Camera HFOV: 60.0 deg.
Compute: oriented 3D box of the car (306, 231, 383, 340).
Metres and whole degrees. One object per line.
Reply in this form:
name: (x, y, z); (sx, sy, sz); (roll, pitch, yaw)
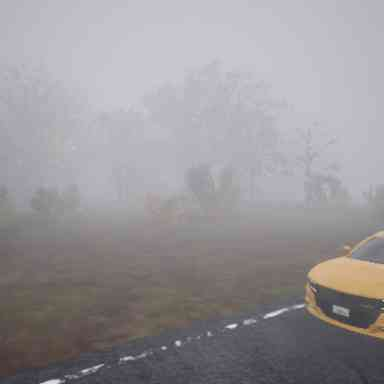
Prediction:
car: (4.252, 1.509, 6.411); (5.008, 1.535, 1.882); (0, 0, -35)
